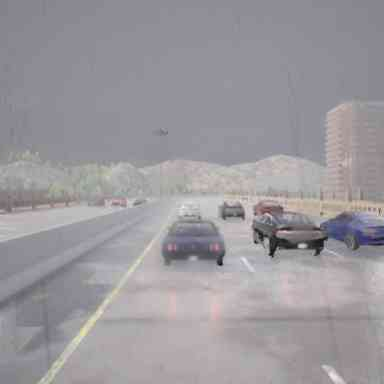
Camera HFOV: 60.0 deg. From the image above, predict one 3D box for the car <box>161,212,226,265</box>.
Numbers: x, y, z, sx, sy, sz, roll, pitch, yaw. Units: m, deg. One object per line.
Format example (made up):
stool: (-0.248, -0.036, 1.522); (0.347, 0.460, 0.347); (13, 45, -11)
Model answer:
car: (0.052, 1.624, 11.777); (1.895, 1.301, 4.718); (0, 0, 0)

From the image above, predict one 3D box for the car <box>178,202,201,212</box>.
car: (-0.214, 1.583, 29.242); (1.812, 1.442, 4.674); (0, 0, -1)

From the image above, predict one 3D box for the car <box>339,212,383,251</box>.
car: (7.050, 1.554, 14.184); (1.812, 1.442, 4.674); (0, 0, 0)

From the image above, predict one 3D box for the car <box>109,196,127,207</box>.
car: (-11.506, 1.453, 52.003); (2.097, 1.767, 4.553); (0, 0, -1)

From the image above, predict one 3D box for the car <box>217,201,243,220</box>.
car: (3.306, 1.548, 28.356); (2.128, 1.511, 4.902); (0, 0, -1)

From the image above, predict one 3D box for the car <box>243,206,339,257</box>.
car: (3.549, 1.518, 13.098); (2.128, 1.511, 4.902); (0, 0, 0)

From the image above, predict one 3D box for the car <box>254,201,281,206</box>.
car: (6.773, 1.537, 29.944); (1.882, 1.535, 5.008); (0, 0, -1)

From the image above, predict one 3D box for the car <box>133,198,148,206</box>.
car: (-8.011, 1.667, 52.263); (1.994, 1.385, 4.181); (0, 0, -1)

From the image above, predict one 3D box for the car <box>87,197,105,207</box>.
car: (-15.011, 1.593, 52.270); (2.128, 1.511, 4.902); (0, 0, -1)
